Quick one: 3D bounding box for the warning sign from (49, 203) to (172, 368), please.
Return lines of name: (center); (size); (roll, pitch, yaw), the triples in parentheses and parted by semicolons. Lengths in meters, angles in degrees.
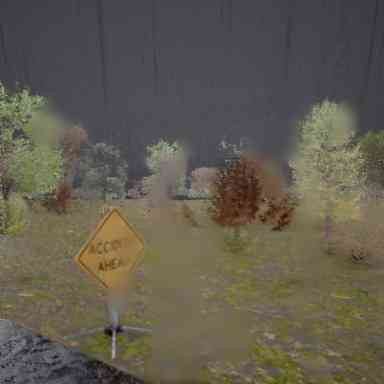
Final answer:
warning sign: (-1.118, 1.121, 4.720); (1.060, 1.860, 1.300); (-1, 0, 35)
